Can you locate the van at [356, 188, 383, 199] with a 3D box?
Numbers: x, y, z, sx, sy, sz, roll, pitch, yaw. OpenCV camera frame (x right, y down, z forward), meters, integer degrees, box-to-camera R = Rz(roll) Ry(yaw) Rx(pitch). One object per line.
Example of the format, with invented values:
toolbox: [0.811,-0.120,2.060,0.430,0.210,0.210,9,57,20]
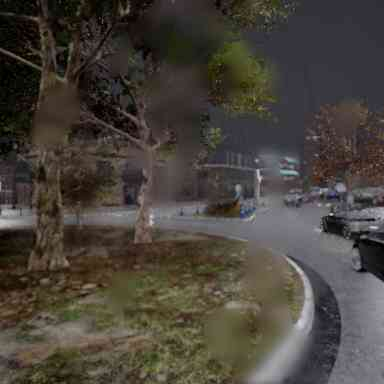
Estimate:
van: [32.207,0.275,60.084,4.442,1.987,1.878,0,2,32]

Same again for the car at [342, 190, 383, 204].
car: [23.756,0.902,46.146,4.892,1.521,2.231,0,1,30]

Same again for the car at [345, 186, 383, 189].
car: [27.954,0.458,53.247,5.566,2.045,2.435,0,1,31]

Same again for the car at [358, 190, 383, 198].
car: [35.065,0.389,64.744,4.674,1.452,2.002,0,2,34]

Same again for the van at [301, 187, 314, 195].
van: [29.836,-0.304,86.192,1.878,1.987,4.442,0,1,37]

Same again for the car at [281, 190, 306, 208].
car: [12.297,0.993,40.779,2.097,1.767,4.553,0,1,26]

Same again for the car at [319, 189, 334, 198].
car: [27.065,0.277,66.749,1.837,1.490,4.892,0,2,34]

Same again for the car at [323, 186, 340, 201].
car: [24.392,0.423,56.690,2.150,2.045,5.566,0,1,31]

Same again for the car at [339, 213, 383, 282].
car: [5.209,1.486,7.757,2.128,1.511,4.902,0,0,12]

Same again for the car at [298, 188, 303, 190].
car: [23.475,0.239,77.289,2.097,1.535,5.008,0,2,35]

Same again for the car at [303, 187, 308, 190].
car: [26.618,0.111,81.793,2.163,1.488,4.792,0,2,36]

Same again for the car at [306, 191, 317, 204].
car: [16.928,0.994,49.710,1.994,1.385,4.181,0,1,30]

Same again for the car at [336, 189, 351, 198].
car: [29.821,0.282,65.484,1.837,1.490,4.892,0,2,34]

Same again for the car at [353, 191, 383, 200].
car: [30.678,0.613,57.849,4.674,1.452,2.002,0,2,32]

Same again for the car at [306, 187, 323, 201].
car: [21.875,0.551,58.330,2.097,1.767,4.553,0,1,31]

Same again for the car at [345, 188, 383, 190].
car: [25.180,0.712,48.500,4.553,1.767,2.185,0,1,30]

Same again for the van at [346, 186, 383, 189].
van: [26.446,0.548,50.950,4.442,1.987,1.878,0,1,30]

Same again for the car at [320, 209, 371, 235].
car: [8.092,1.553,16.832,1.994,1.385,4.181,0,0,0]
